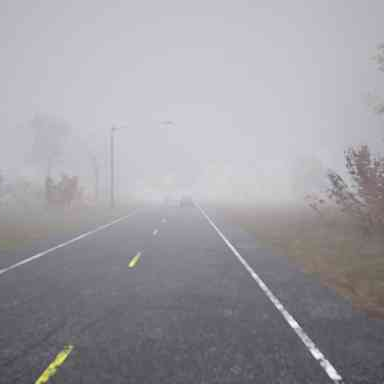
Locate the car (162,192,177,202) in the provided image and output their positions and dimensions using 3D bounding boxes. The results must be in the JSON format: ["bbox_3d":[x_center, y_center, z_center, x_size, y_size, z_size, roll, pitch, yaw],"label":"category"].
[{"bbox_3d":[-4.662,1.116,65.194,2.097,1.767,4.553,0,0,-1],"label":"car"}]

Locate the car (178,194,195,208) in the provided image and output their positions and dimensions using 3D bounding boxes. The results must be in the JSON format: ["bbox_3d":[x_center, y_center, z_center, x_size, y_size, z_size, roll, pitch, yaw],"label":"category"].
[{"bbox_3d":[-0.679,1.338,45.613,2.128,1.511,4.902,0,0,-1],"label":"car"}]

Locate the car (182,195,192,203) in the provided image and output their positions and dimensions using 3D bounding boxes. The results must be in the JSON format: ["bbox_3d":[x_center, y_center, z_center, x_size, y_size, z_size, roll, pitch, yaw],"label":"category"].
[{"bbox_3d":[-1.017,1.273,63.346,1.837,1.490,4.892,0,0,-1],"label":"car"}]
